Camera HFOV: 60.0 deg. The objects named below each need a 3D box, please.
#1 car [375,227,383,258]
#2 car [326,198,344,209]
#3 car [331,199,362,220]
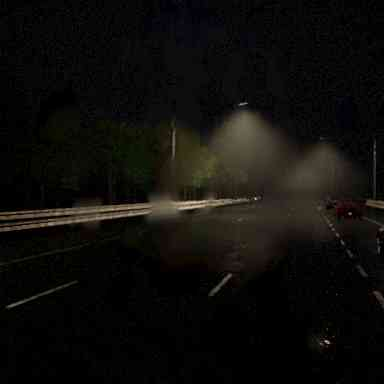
[{"bbox_3d":[6.987,1.567,10.171,2.128,1.511,4.902,0,0,19],"label":"car"},{"bbox_3d":[20.713,1.861,48.762,1.994,1.385,4.181,0,0,21],"label":"car"},{"bbox_3d":[14.021,1.683,30.057,1.882,1.535,5.008,0,-1,19],"label":"car"}]
